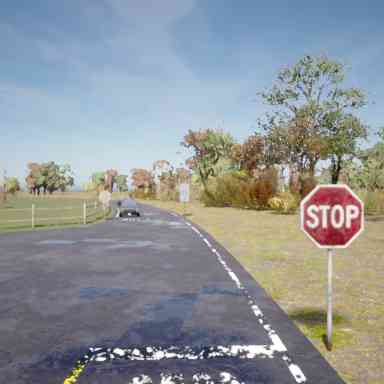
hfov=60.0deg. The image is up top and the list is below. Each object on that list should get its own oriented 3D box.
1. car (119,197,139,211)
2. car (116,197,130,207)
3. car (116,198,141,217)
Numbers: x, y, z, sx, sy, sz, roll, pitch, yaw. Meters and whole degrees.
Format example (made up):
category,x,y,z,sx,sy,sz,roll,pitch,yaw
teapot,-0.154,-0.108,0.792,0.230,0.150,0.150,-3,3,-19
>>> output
category,x,y,z,sx,sy,sz,roll,pitch,yaw
car,-7.960,1.477,41.643,2.128,1.511,4.902,0,0,-14
car,-11.150,1.581,53.651,1.895,1.301,4.718,0,0,-17
car,-5.825,1.538,31.248,2.033,1.411,5.357,0,0,-10
